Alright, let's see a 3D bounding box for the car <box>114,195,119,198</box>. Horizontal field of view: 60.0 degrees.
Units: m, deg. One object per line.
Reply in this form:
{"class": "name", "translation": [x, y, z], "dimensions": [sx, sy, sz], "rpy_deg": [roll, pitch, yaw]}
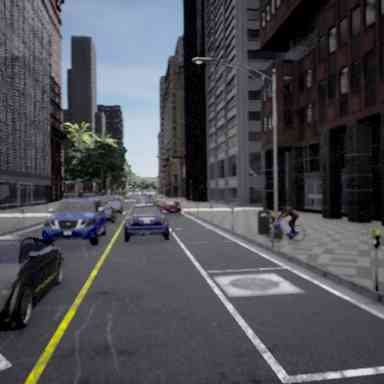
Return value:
{"class": "car", "translation": [-14.615, 1.497, 58.895], "dimensions": [2.192, 1.841, 5.009], "rpy_deg": [-1, 0, -9]}

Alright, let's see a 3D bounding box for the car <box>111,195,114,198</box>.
{"class": "car", "translation": [-12.981, 1.474, 48.167], "dimensions": [2.192, 1.841, 5.009], "rpy_deg": [-1, 0, -9]}

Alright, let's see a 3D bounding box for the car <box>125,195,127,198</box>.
{"class": "car", "translation": [-19.510, 1.834, 91.082], "dimensions": [1.802, 1.307, 4.206], "rpy_deg": [-1, 0, -9]}

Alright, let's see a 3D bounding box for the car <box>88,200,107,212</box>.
{"class": "car", "translation": [-12.159, 1.731, 42.803], "dimensions": [1.802, 1.307, 4.206], "rpy_deg": [-1, 0, -9]}

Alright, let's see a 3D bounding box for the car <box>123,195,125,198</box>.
{"class": "car", "translation": [-17.879, 1.670, 80.353], "dimensions": [1.967, 1.590, 4.097], "rpy_deg": [-1, 0, -9]}

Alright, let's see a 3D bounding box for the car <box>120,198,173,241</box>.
{"class": "car", "translation": [-2.369, 1.372, 17.276], "dimensions": [2.097, 1.767, 4.553], "rpy_deg": [-1, 0, -8]}

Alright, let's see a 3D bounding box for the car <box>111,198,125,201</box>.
{"class": "car", "translation": [-8.282, 1.658, 35.342], "dimensions": [1.994, 1.385, 4.181], "rpy_deg": [-1, 0, -8]}

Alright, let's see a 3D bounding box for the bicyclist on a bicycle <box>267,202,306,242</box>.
{"class": "bicyclist on a bicycle", "translation": [3.829, 1.231, 13.473], "dimensions": [1.656, 1.620, 0.582], "rpy_deg": [-1, 0, -9]}

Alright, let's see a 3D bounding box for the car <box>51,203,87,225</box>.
{"class": "car", "translation": [-9.684, 1.647, 26.542], "dimensions": [1.752, 1.417, 4.829], "rpy_deg": [-1, 0, -9]}

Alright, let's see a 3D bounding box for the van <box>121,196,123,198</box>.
{"class": "van", "translation": [-17.064, 1.559, 74.988], "dimensions": [1.690, 1.788, 3.998], "rpy_deg": [-1, 0, -9]}

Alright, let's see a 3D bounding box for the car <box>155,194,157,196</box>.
{"class": "car", "translation": [-5.367, 1.482, 54.804], "dimensions": [1.967, 1.590, 4.097], "rpy_deg": [-1, 0, -9]}

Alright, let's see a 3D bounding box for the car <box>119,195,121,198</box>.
{"class": "car", "translation": [-15.427, 1.738, 64.259], "dimensions": [1.887, 1.381, 4.507], "rpy_deg": [-1, 0, -9]}

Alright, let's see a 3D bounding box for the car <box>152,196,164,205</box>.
{"class": "car", "translation": [-6.184, 1.493, 60.167], "dimensions": [1.967, 1.590, 4.097], "rpy_deg": [-1, 0, -9]}

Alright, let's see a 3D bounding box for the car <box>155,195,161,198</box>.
{"class": "car", "translation": [-3.758, 1.546, 44.246], "dimensions": [1.752, 1.417, 4.829], "rpy_deg": [-1, 0, -9]}

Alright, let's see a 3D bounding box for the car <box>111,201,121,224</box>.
{"class": "car", "translation": [-6.811, 1.643, 25.430], "dimensions": [1.994, 1.385, 4.181], "rpy_deg": [-1, 0, -9]}

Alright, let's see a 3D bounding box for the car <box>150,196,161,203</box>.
{"class": "car", "translation": [-7.814, 1.628, 70.893], "dimensions": [2.008, 1.369, 4.403], "rpy_deg": [-1, 0, -9]}

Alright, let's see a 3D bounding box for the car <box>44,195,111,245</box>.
{"class": "car", "translation": [-5.382, 1.288, 15.965], "dimensions": [2.150, 2.045, 5.566], "rpy_deg": [-1, 0, -9]}

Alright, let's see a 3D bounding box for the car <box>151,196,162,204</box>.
{"class": "car", "translation": [-6.999, 1.610, 65.530], "dimensions": [1.887, 1.381, 4.507], "rpy_deg": [-1, 0, -9]}

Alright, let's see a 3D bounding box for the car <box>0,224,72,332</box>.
{"class": "car", "translation": [-3.961, 1.618, 6.696], "dimensions": [1.994, 1.385, 4.181], "rpy_deg": [-1, 0, -9]}

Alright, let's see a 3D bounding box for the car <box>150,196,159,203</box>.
{"class": "car", "translation": [-8.657, 1.615, 76.425], "dimensions": [1.752, 1.417, 4.829], "rpy_deg": [-1, 0, -9]}

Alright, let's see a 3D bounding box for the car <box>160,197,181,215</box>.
{"class": "car", "translation": [-2.098, 1.547, 33.351], "dimensions": [1.887, 1.381, 4.507], "rpy_deg": [-1, 0, -9]}

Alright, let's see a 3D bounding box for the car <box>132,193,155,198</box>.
{"class": "car", "translation": [-6.240, 1.410, 42.873], "dimensions": [2.097, 1.767, 4.553], "rpy_deg": [-1, 0, -9]}

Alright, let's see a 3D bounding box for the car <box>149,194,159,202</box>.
{"class": "car", "translation": [-9.452, 1.416, 81.620], "dimensions": [2.192, 1.841, 5.009], "rpy_deg": [-1, 0, -9]}
